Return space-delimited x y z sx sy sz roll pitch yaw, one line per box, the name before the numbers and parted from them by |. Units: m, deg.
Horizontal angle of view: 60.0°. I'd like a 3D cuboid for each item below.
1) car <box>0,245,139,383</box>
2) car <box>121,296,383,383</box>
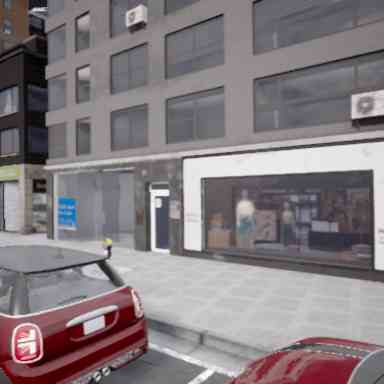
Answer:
car | -2.637 1.484 4.736 4.097 1.590 1.967 -1 -1 36
car | 1.844 1.434 1.537 4.097 1.590 1.967 -1 -1 36
